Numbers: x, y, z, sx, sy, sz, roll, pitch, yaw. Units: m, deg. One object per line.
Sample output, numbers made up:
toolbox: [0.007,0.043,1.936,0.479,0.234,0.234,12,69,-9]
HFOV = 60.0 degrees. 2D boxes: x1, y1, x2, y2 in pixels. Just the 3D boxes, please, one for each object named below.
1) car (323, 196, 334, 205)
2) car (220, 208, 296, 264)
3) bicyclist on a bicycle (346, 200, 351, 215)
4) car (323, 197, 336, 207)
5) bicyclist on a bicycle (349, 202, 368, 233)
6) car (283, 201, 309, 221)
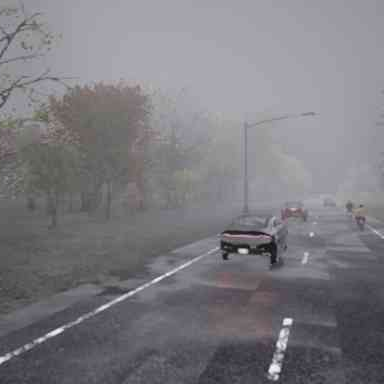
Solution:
car: [28.130,1.772,68.533,2.097,1.767,4.553,0,0,21]
car: [2.436,1.577,12.309,2.128,1.511,4.902,0,0,21]
bicyclist on a bicycle: [13.345,1.534,28.175,0.659,1.776,1.843,0,0,21]
car: [24.472,1.920,58.926,1.994,1.385,4.181,0,0,21]
bicyclist on a bicycle: [9.978,1.548,19.654,0.866,1.612,1.509,0,-1,22]
car: [9.221,1.543,29.621,2.097,1.767,4.553,0,0,21]
